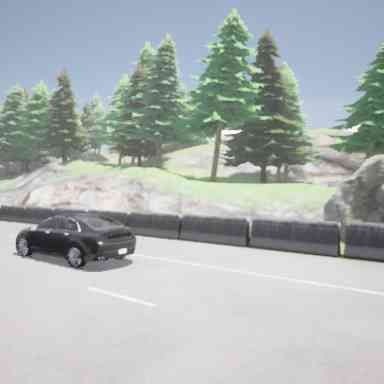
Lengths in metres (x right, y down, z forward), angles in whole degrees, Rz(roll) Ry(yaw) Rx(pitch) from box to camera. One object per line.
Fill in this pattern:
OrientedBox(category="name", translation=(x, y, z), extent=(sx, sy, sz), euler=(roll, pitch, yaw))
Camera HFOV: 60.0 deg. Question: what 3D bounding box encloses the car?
OrientedBox(category="car", translation=(-3.996, 1.476, 11.138), extent=(4.892, 1.490, 1.837), euler=(0, 0, 36))
